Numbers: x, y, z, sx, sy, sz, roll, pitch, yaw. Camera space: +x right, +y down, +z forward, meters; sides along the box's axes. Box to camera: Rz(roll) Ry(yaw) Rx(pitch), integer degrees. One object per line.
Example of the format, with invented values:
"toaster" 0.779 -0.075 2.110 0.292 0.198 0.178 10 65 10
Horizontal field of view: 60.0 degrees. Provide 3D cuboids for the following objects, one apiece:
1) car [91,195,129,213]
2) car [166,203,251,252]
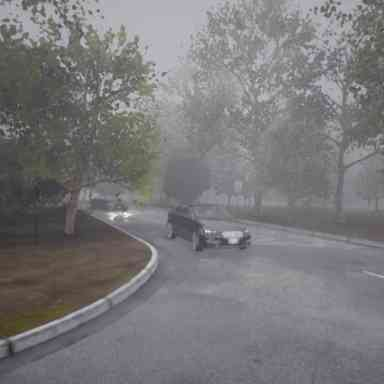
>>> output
"car" -7.059 0.958 28.317 1.994 1.385 4.181 1 0 -40
"car" 0.426 1.189 12.483 2.128 1.511 4.902 1 1 -21
